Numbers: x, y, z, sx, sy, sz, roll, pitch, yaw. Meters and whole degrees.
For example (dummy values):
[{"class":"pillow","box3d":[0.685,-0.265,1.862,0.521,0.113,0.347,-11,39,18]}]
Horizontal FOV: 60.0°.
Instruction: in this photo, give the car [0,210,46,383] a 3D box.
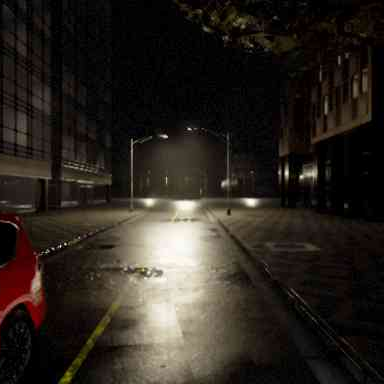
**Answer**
[{"class":"car","box3d":[-3.001,1.217,2.172,2.150,2.045,5.566,0,0,0]}]
